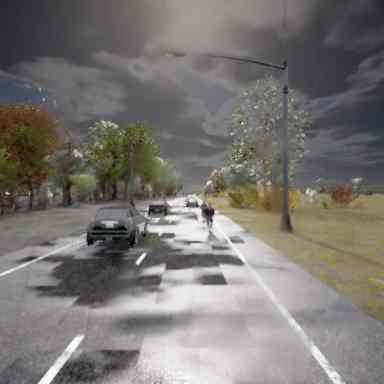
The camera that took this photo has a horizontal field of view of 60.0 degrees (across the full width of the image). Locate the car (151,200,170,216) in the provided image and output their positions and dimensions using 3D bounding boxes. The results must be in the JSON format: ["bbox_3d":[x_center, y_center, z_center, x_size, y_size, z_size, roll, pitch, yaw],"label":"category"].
[{"bbox_3d":[-3.405,1.611,35.005,1.882,1.535,5.008,0,0,0],"label":"car"}]

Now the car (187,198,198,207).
[{"bbox_3d":[0.085,1.781,56.336,1.994,1.385,4.181,0,0,0],"label":"car"}]

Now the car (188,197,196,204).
[{"bbox_3d":[-0.006,1.883,74.201,1.895,1.301,4.718,0,0,0],"label":"car"}]

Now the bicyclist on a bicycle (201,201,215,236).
[{"bbox_3d":[0.964,1.440,18.084,0.659,1.776,1.843,0,0,0],"label":"bicyclist on a bicycle"}]

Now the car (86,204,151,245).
[{"bbox_3d":[-3.403,1.413,15.900,2.097,1.767,4.553,0,0,0],"label":"car"}]
